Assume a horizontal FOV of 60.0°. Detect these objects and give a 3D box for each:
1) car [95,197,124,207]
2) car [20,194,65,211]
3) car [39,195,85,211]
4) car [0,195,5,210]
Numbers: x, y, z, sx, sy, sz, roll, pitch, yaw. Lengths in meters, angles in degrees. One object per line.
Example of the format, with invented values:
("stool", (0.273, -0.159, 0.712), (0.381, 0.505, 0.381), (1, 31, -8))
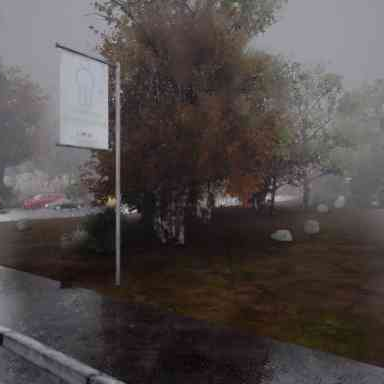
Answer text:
("car", (-12.309, 1.446, 50.184), (1.882, 1.535, 5.008), (0, 0, 38))
("car", (-18.607, 1.224, 42.139), (2.150, 2.045, 5.566), (0, 0, 38))
("car", (-15.420, 1.491, 40.531), (2.128, 1.511, 4.902), (0, 0, 38))
("car", (-21.603, 1.233, 32.782), (2.150, 2.045, 5.566), (0, 0, 39))
